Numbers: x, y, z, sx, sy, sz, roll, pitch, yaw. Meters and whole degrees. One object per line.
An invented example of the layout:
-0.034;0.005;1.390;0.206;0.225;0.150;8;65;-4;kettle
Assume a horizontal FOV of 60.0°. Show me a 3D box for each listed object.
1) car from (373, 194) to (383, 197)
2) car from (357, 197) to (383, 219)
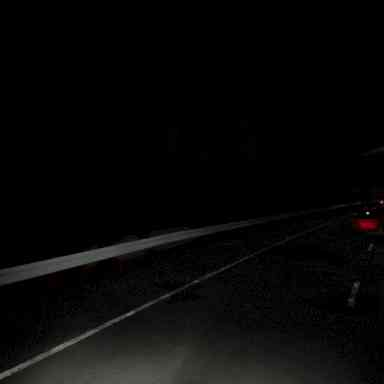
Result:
22.052;1.221;38.190;2.150;2.045;5.566;0;0;35;car
16.006;1.505;29.643;1.837;1.490;4.892;0;0;35;car
